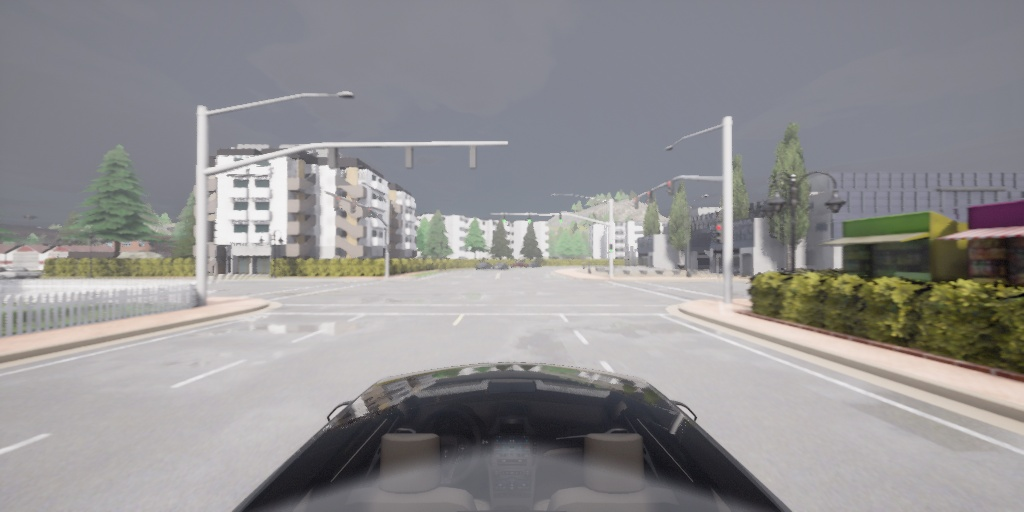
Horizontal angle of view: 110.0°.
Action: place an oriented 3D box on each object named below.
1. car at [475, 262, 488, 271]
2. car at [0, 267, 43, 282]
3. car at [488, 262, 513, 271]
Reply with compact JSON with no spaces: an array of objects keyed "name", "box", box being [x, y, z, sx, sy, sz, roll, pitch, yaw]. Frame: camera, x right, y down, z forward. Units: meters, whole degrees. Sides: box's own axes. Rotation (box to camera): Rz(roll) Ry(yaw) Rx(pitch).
[{"name":"car","box":[-5.108,1.846,65.095,1.837,1.490,4.892,-1,0,16]},{"name":"car","box":[-44.790,1.626,31.601,4.718,1.301,1.895,0,-1,2]},{"name":"car","box":[-2.002,1.821,63.207,2.128,1.511,4.902,0,-1,15]}]
